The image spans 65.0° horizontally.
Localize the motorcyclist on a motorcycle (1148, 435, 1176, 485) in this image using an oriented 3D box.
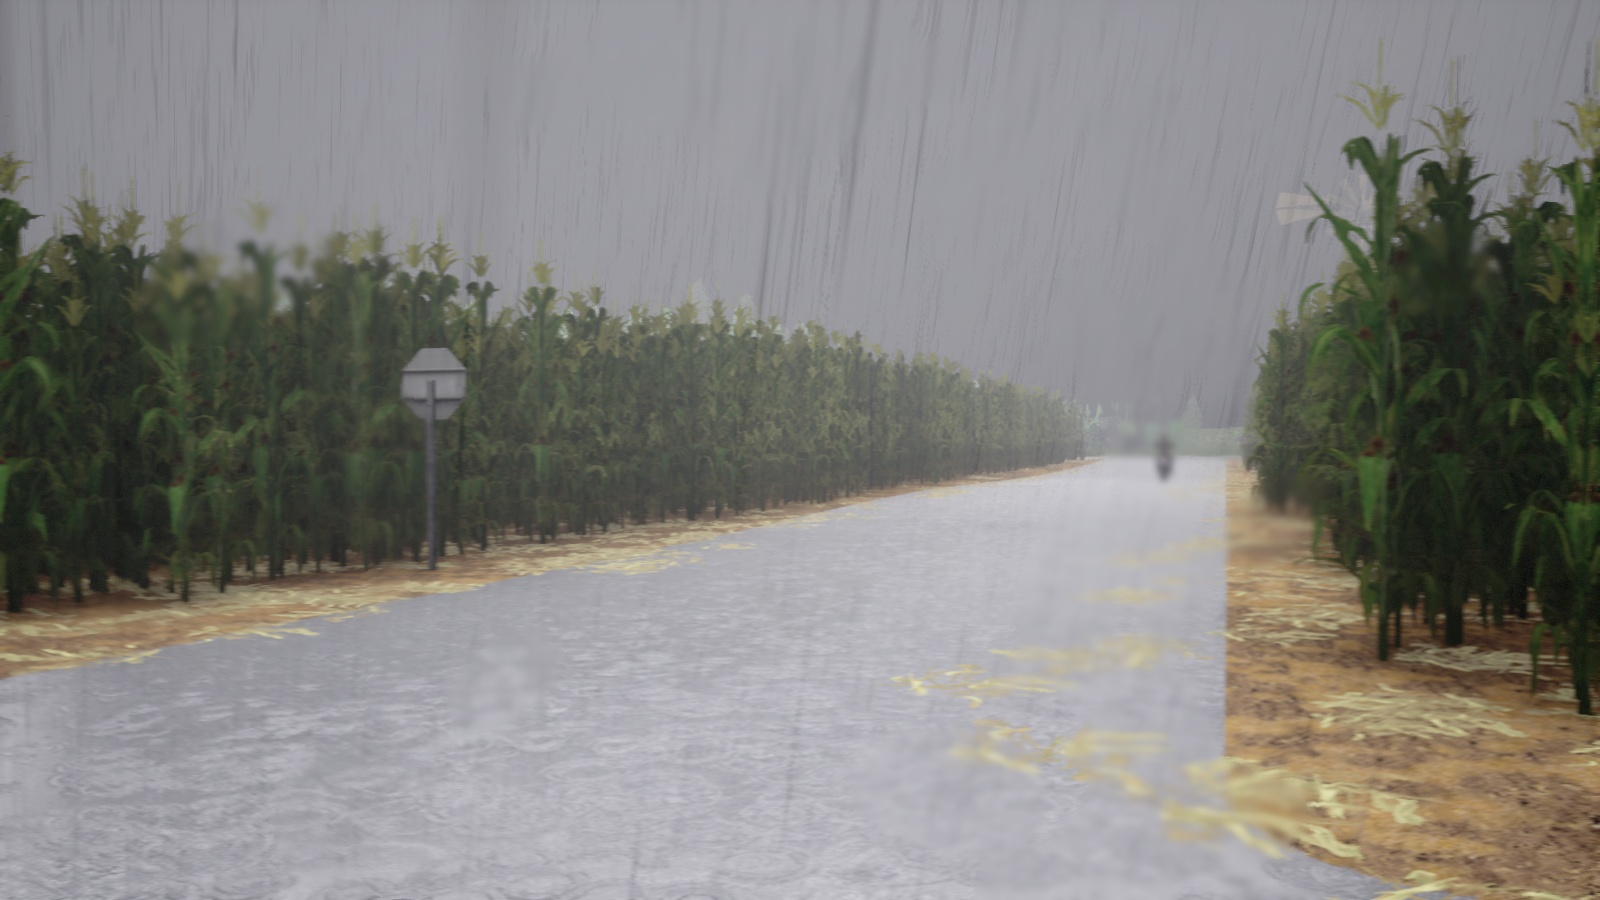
[{"bbox_3d":[12.384,0.344,42.915,0.766,1.649,2.350,0,0,19],"label":"motorcyclist on a motorcycle"}]
